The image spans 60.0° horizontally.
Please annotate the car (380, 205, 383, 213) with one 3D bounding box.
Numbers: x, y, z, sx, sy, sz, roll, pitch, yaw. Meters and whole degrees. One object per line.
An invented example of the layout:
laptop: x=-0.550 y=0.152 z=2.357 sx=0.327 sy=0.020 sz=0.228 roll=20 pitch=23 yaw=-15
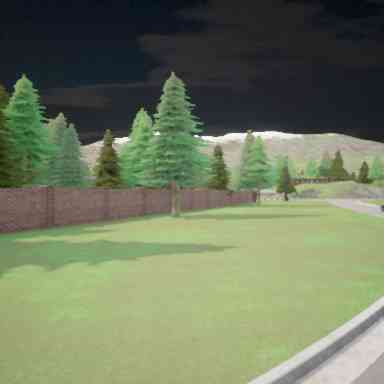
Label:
car: x=20.164 y=1.554 z=32.885 sx=1.895 sy=1.301 sz=4.718 roll=0 pitch=0 yaw=16
